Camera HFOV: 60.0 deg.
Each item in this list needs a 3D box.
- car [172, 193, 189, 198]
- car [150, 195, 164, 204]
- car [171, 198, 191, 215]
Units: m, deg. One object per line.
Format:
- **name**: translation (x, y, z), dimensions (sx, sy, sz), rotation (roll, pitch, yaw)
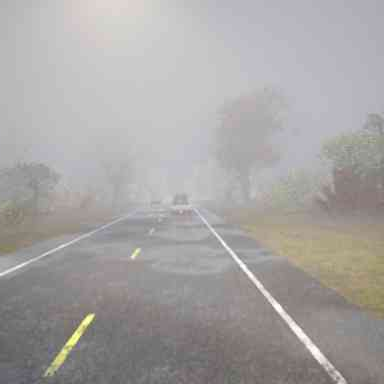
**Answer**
- **car**: translation (-1.558, 1.188, 46.728), dimensions (2.150, 2.045, 5.566), rotation (-2, 0, -2)
- **car**: translation (-5.182, 1.287, 49.238), dimensions (1.837, 1.490, 4.892), rotation (-2, 0, -2)
- **car**: translation (-1.111, 1.563, 33.644), dimensions (1.895, 1.301, 4.718), rotation (-2, 0, -2)
